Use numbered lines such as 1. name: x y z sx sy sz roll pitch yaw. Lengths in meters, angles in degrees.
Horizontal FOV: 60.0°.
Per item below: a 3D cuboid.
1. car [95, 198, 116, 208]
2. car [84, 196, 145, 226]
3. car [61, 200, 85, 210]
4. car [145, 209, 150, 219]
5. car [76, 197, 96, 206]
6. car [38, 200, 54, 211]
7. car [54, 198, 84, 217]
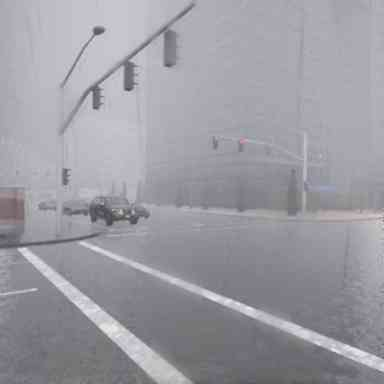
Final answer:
1. car: -14.461 1.784 55.451 1.812 1.442 4.674 1 -1 -36
2. car: -5.985 1.343 25.141 2.150 2.045 5.566 1 -1 -35
3. car: -16.584 1.769 46.048 1.895 1.301 4.718 1 -1 -35
4. car: -5.505 1.730 30.509 1.994 1.385 4.181 1 -1 -36
5. car: -20.414 1.751 63.794 2.128 1.511 4.902 1 -1 -36
6. car: -17.880 1.725 41.832 1.895 1.301 4.718 1 -1 -35
7. car: -11.933 1.671 33.490 2.033 1.411 5.357 1 -1 -36
